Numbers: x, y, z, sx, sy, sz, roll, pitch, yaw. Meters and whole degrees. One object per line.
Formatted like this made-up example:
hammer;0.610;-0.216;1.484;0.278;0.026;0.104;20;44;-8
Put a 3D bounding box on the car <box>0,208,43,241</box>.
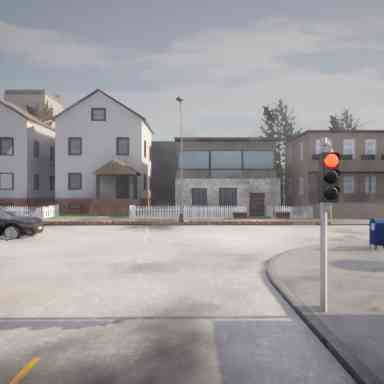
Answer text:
car;-9.908;1.478;16.236;5.008;1.535;1.882;0;0;0
